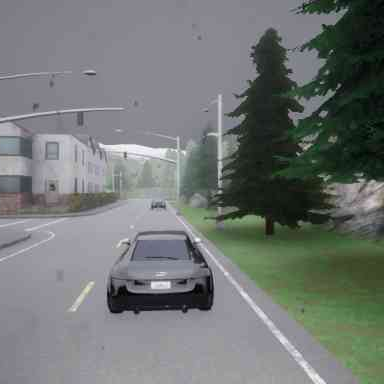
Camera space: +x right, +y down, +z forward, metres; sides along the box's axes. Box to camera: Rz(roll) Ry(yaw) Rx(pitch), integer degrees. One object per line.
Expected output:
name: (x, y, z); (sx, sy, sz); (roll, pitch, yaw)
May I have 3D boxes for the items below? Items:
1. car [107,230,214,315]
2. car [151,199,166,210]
car: (-0.692, 1.564, 7.695); (1.994, 1.385, 4.181); (0, 0, -5)
car: (-4.438, 1.601, 43.924); (1.895, 1.301, 4.718); (0, 0, -6)
